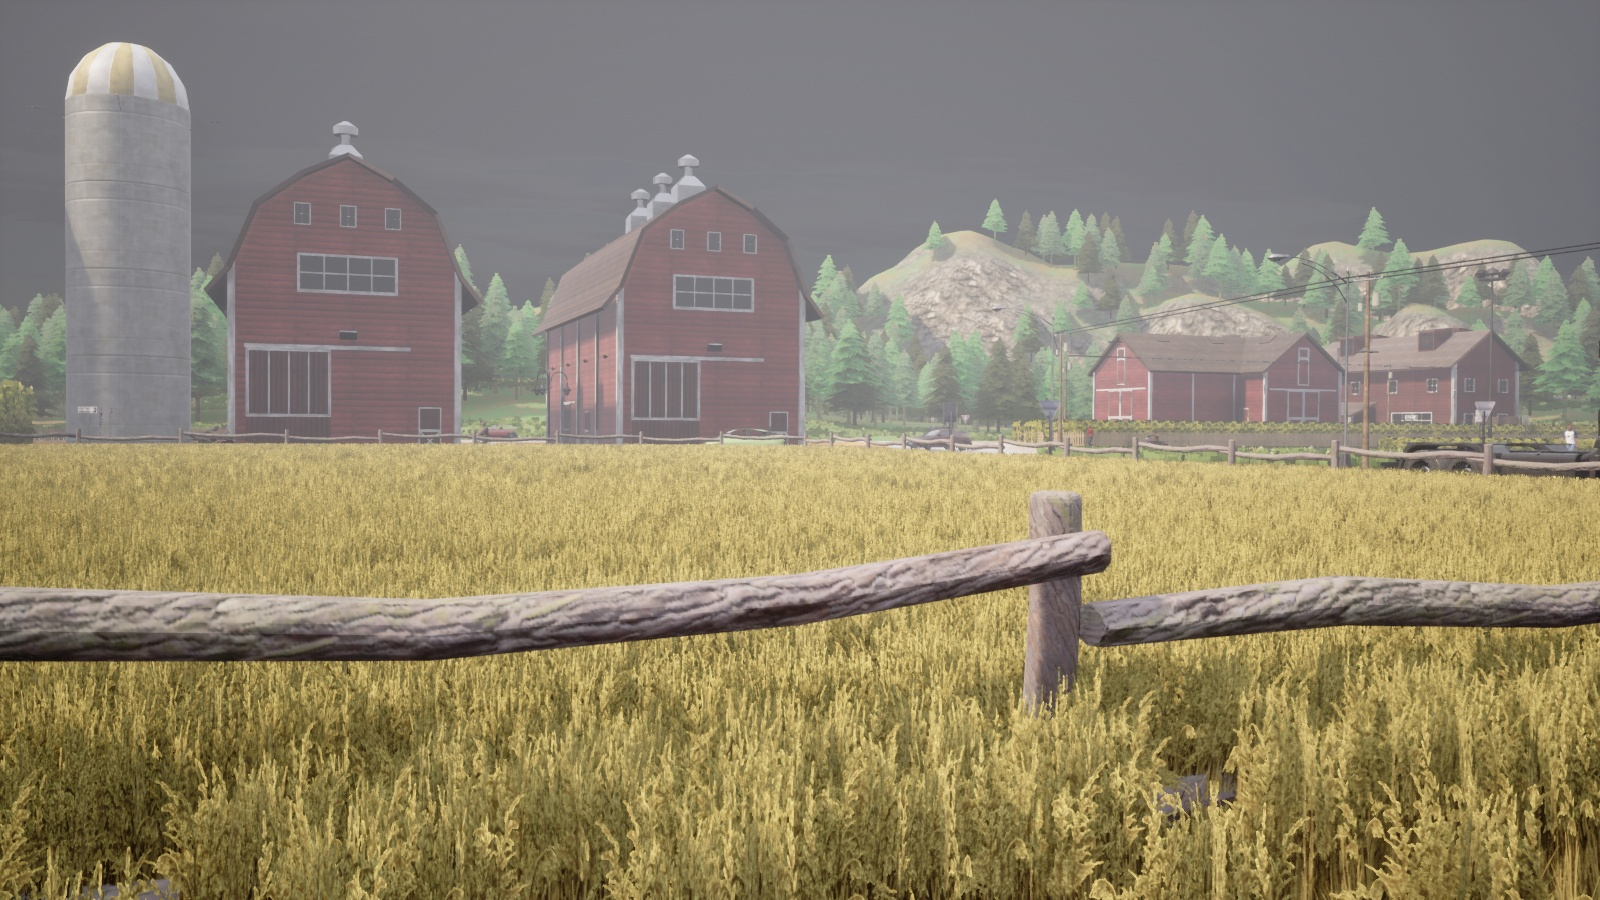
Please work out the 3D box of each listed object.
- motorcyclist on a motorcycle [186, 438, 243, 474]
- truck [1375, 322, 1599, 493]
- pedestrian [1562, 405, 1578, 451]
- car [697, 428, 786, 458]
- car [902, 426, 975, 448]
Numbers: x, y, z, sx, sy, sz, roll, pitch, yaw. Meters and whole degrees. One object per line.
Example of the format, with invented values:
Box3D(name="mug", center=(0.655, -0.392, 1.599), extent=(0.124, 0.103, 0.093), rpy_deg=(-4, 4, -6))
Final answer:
Box3D(name="motorcyclist on a motorcycle", center=(-25.572, 0.256, 54.855), extent=(2.191, 1.530, 0.866), rpy_deg=(-1, 1, -25))
Box3D(name="truck", center=(16.877, -0.900, 27.619), extent=(2.891, 3.462, 7.936), rpy_deg=(-1, 1, -21))
Box3D(name="pedestrian", center=(31.503, -0.897, 51.345), extent=(0.706, 1.836, 0.354), rpy_deg=(-2, 1, -41))
Box3D(name="car", center=(-3.161, -0.379, 67.203), extent=(4.514, 1.525, 2.007), rpy_deg=(-1, 1, -10))
Box3D(name="car", center=(9.383, -0.889, 85.014), extent=(4.674, 1.442, 1.812), rpy_deg=(-2, 1, -28))
